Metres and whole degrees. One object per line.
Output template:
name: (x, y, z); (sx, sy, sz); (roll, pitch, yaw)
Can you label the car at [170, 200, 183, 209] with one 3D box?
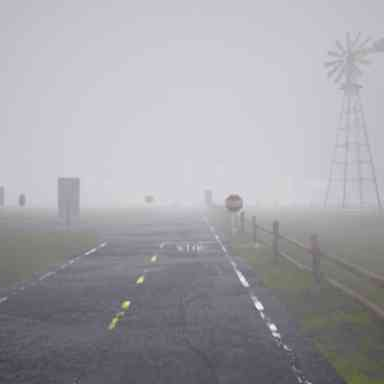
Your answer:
car: (-2.753, 2.167, 59.816); (2.097, 1.767, 4.553); (0, -1, 0)
